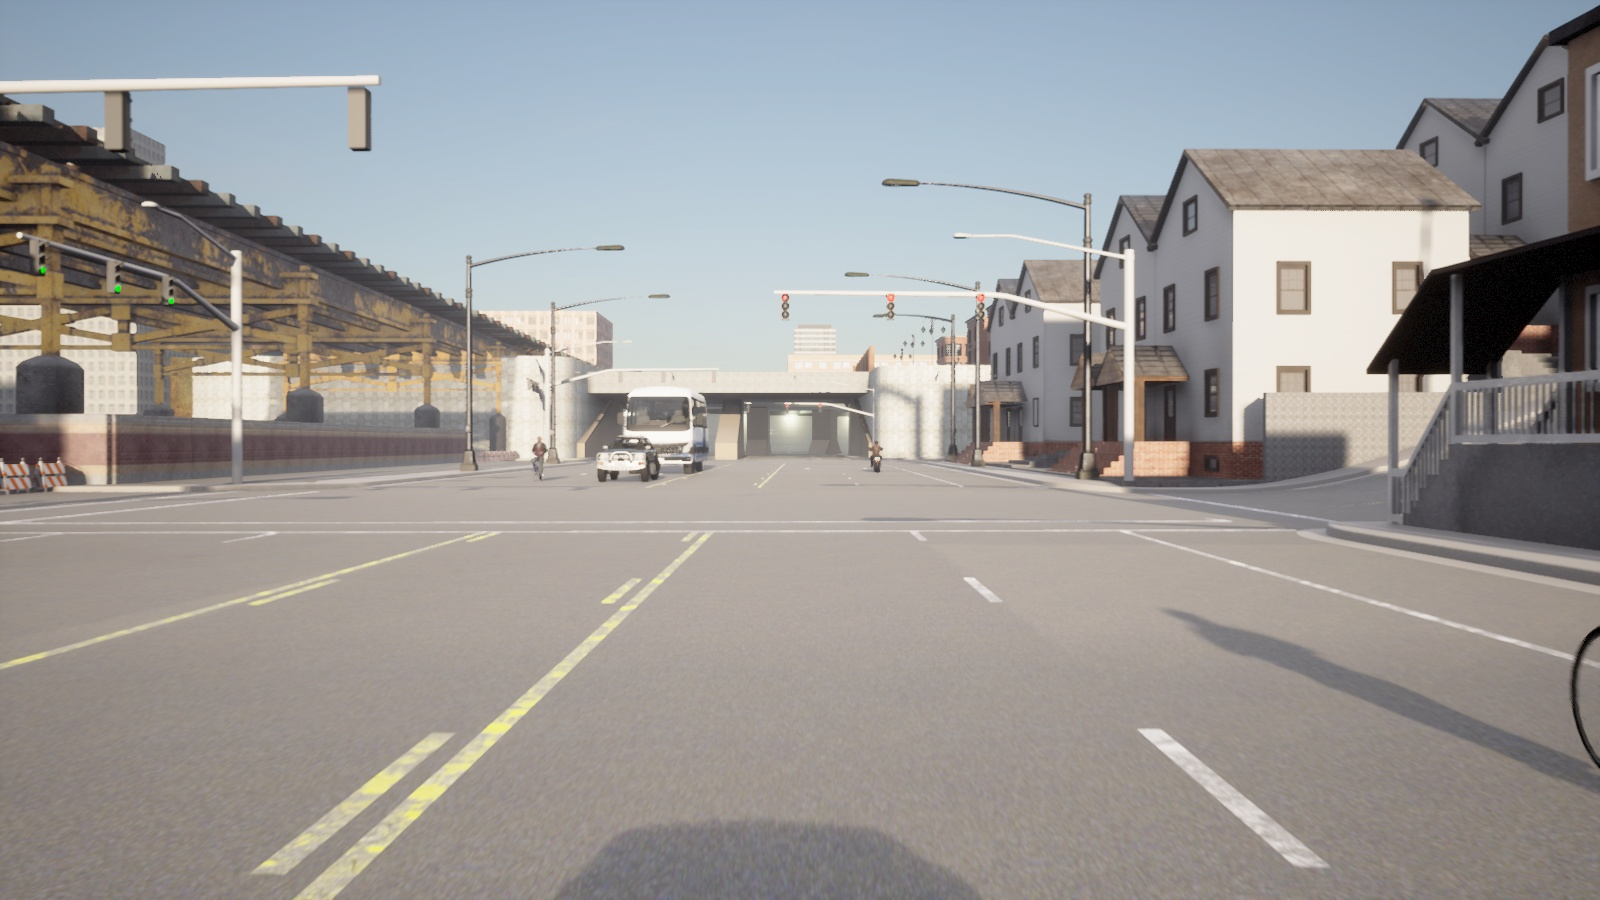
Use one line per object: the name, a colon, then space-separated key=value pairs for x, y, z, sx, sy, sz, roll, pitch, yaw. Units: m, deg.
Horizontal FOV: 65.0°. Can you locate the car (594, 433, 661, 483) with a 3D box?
car: x=-6.696 y=0.281 z=49.107 sx=1.932 sy=1.855 sz=4.605 roll=0 pitch=0 yaw=1

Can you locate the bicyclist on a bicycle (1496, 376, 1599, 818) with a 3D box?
bicyclist on a bicycle: x=3.542 y=0.592 z=4.869 sx=0.659 sy=1.776 sz=1.843 roll=0 pitch=1 yaw=0

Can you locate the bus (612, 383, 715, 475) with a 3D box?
bus: x=-6.619 y=-0.989 z=62.750 sx=3.944 sy=4.253 sz=10.273 roll=0 pitch=0 yaw=0
